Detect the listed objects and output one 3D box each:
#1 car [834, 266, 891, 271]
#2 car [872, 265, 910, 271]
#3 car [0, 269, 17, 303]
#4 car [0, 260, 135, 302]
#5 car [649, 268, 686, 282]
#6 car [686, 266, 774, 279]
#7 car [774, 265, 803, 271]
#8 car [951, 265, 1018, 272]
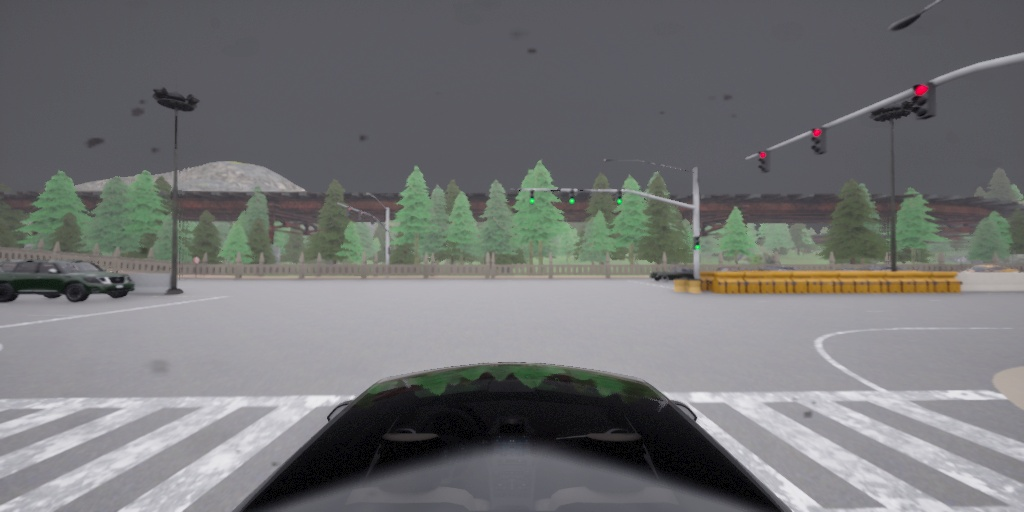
[{"bbox_3d":[24.909,1.614,26.637,4.181,1.385,1.994,0,-1,-2],"label":"car"},{"bbox_3d":[34.754,1.627,33.928,4.902,1.511,2.128,0,-1,-2],"label":"car"},{"bbox_3d":[-24.086,1.418,14.477,4.902,1.511,2.128,0,-1,-2],"label":"car"},{"bbox_3d":[-22.556,1.195,18.026,5.566,2.045,2.150,0,-1,-2],"label":"car"},{"bbox_3d":[15.344,1.746,33.353,4.718,1.301,1.895,0,-1,-2],"label":"car"},{"bbox_3d":[15.918,1.532,26.370,5.008,1.535,1.882,0,-1,-2],"label":"car"},{"bbox_3d":[24.597,1.632,33.631,4.902,1.511,2.128,0,-1,-2],"label":"car"},{"bbox_3d":[34.855,1.610,26.927,4.181,1.385,1.994,0,-1,-2],"label":"car"}]
